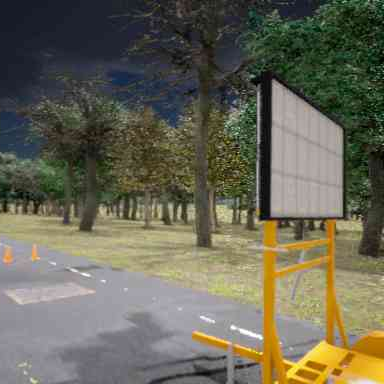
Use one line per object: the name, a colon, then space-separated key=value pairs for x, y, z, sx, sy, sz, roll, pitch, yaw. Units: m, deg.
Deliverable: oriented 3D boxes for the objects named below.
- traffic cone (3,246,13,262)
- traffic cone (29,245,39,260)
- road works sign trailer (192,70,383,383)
traffic cone: x=-7.446 y=2.510 z=13.509 sx=0.340 sy=0.580 sz=0.340 roll=4 pitch=-4 yaw=-43
traffic cone: x=-6.714 y=2.564 z=14.187 sx=0.340 sy=0.580 sz=0.340 roll=4 pitch=-4 yaw=-43
road works sign trailer: x=1.168 y=0.714 z=3.888 sx=2.880 sy=3.560 sz=2.380 roll=-1 pitch=-4 yaw=39
